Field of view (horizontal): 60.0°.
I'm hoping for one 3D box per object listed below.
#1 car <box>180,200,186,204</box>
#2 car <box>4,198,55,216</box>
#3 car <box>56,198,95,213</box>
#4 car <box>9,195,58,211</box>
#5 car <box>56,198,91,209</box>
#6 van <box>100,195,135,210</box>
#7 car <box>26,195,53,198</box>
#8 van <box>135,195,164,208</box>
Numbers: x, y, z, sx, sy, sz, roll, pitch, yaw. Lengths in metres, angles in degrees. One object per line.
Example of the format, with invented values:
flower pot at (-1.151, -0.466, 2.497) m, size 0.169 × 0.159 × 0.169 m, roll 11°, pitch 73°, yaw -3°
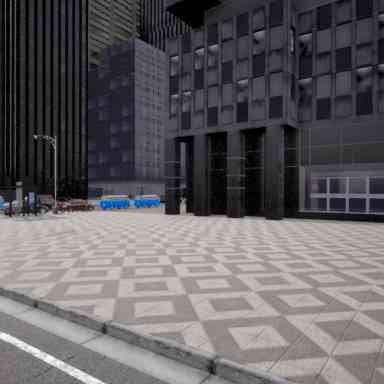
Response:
car at (0.454, 1.568, 55.052) m, size 1.802 × 1.307 × 4.206 m, roll 0°, pitch 0°, yaw 35°
car at (-16.004, 1.548, 31.922) m, size 2.008 × 1.369 × 4.403 m, roll 0°, pitch 0°, yaw 35°
car at (-12.712, 1.575, 36.548) m, size 1.802 × 1.307 × 4.206 m, roll 0°, pitch 0°, yaw 35°
car at (-19.658, 1.284, 41.488) m, size 2.192 × 1.841 × 5.009 m, roll 0°, pitch 0°, yaw 35°
car at (-16.367, 1.548, 46.115) m, size 1.802 × 1.307 × 4.206 m, roll 0°, pitch 0°, yaw 35°
van at (-9.420, 1.331, 41.174) m, size 1.690 × 1.788 × 3.998 m, roll 0°, pitch 0°, yaw 35°
car at (-18.092, 1.482, 39.099) m, size 1.837 × 1.490 × 4.892 m, roll 0°, pitch 0°, yaw 35°
van at (-6.129, 1.329, 45.799) m, size 1.690 × 1.788 × 3.998 m, roll 0°, pitch 0°, yaw 35°
